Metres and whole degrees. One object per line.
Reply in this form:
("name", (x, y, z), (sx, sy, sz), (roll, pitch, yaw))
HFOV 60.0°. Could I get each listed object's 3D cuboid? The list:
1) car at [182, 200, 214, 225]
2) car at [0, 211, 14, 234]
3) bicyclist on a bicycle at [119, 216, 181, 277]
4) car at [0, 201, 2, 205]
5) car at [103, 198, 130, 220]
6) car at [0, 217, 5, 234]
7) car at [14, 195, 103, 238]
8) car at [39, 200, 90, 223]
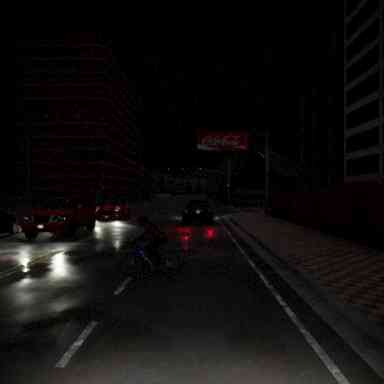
("car", (0.427, 1.352, 24.010), (2.097, 1.767, 4.553), (0, 0, 1))
("car", (-10.368, 1.564, 16.316), (1.994, 1.385, 4.181), (0, 0, 1))
("bicyclist on a bicycle", (-1.121, 1.451, 8.759), (1.656, 1.620, 0.582), (-2, 0, 1))
("car", (-29.683, 1.525, 47.387), (4.674, 1.442, 1.812), (0, 0, 1))
("car", (-6.616, 1.352, 28.069), (2.097, 1.767, 4.553), (0, 0, 1))
("car", (-6.991, 1.564, 8.382), (1.994, 1.385, 4.181), (0, 0, 1))
("car", (-6.841, 1.221, 17.899), (2.150, 2.045, 5.566), (0, 0, 1))
("car", (-10.133, 1.491, 26.889), (2.128, 1.511, 4.902), (0, 0, 1))
